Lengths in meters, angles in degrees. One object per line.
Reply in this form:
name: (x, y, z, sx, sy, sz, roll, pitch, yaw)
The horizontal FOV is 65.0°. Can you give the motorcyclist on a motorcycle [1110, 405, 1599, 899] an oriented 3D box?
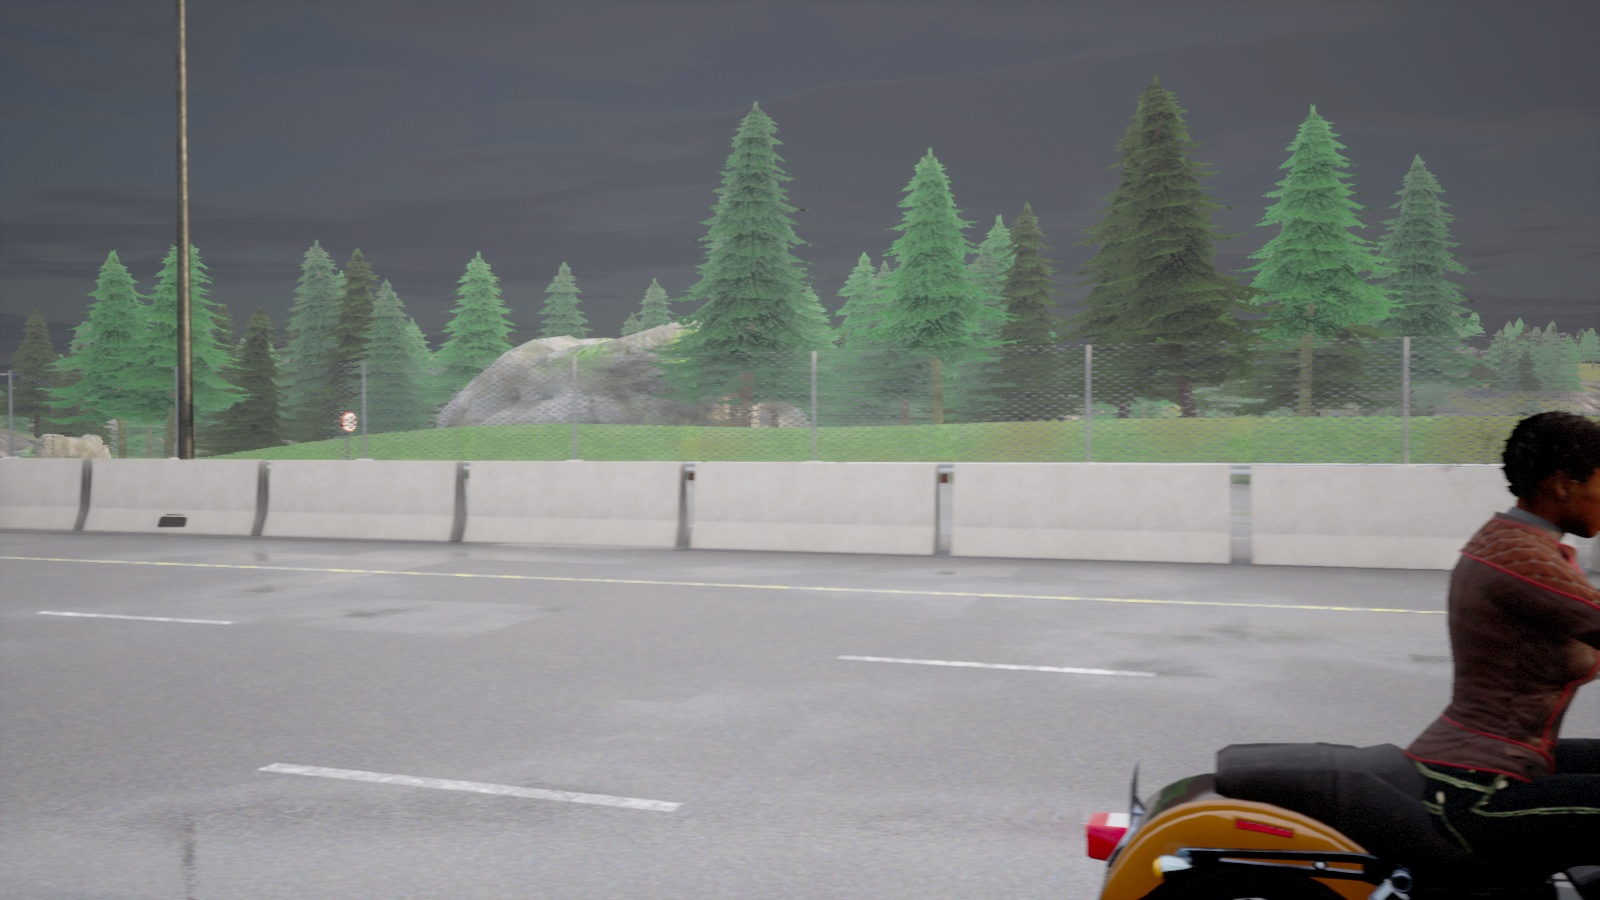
motorcyclist on a motorcycle: (1.873, 0.741, 2.561, 2.350, 1.649, 0.766, 1, 1, 19)
